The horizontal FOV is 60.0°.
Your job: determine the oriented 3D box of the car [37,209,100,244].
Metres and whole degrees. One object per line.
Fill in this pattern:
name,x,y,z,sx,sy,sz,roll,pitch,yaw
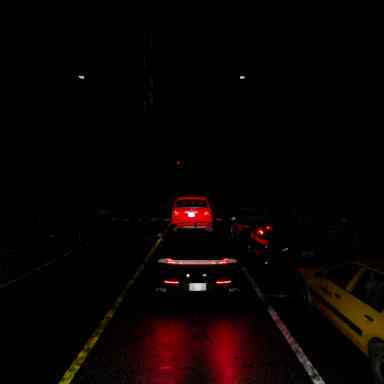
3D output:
car,-5.685,1.539,15.808,1.887,1.381,4.507,-1,0,0

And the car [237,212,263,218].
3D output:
car,2.861,1.576,15.814,1.802,1.307,4.206,-1,0,0

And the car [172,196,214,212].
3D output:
car,0.061,1.214,18.749,2.150,2.045,5.566,0,0,2

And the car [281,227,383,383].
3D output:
car,2.864,1.524,4.812,1.752,1.417,4.829,-1,0,0

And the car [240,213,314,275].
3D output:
car,2.863,1.562,10.228,1.947,1.339,4.313,-1,0,0

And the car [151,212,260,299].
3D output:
car,0.096,1.489,8.400,2.128,1.511,4.902,0,0,0
